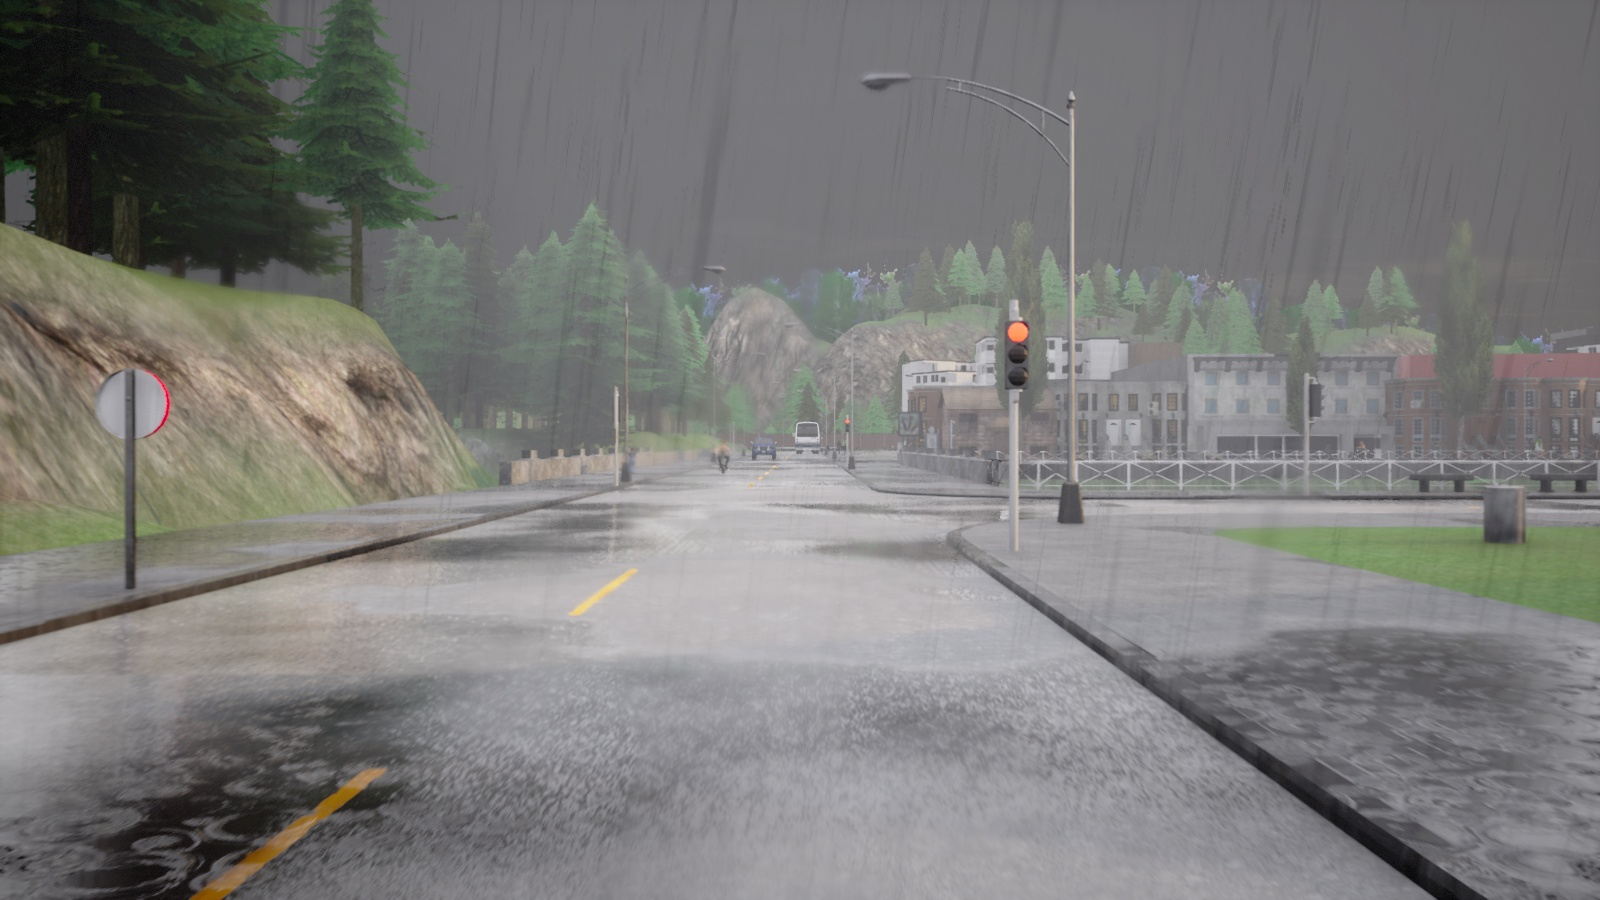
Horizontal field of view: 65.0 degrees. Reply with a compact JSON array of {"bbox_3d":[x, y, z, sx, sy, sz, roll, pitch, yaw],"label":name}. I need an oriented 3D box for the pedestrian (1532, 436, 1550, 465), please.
[{"bbox_3d":[50.384,0.016,85.373,0.873,1.952,0.659,0,0,4],"label":"pedestrian"}]
